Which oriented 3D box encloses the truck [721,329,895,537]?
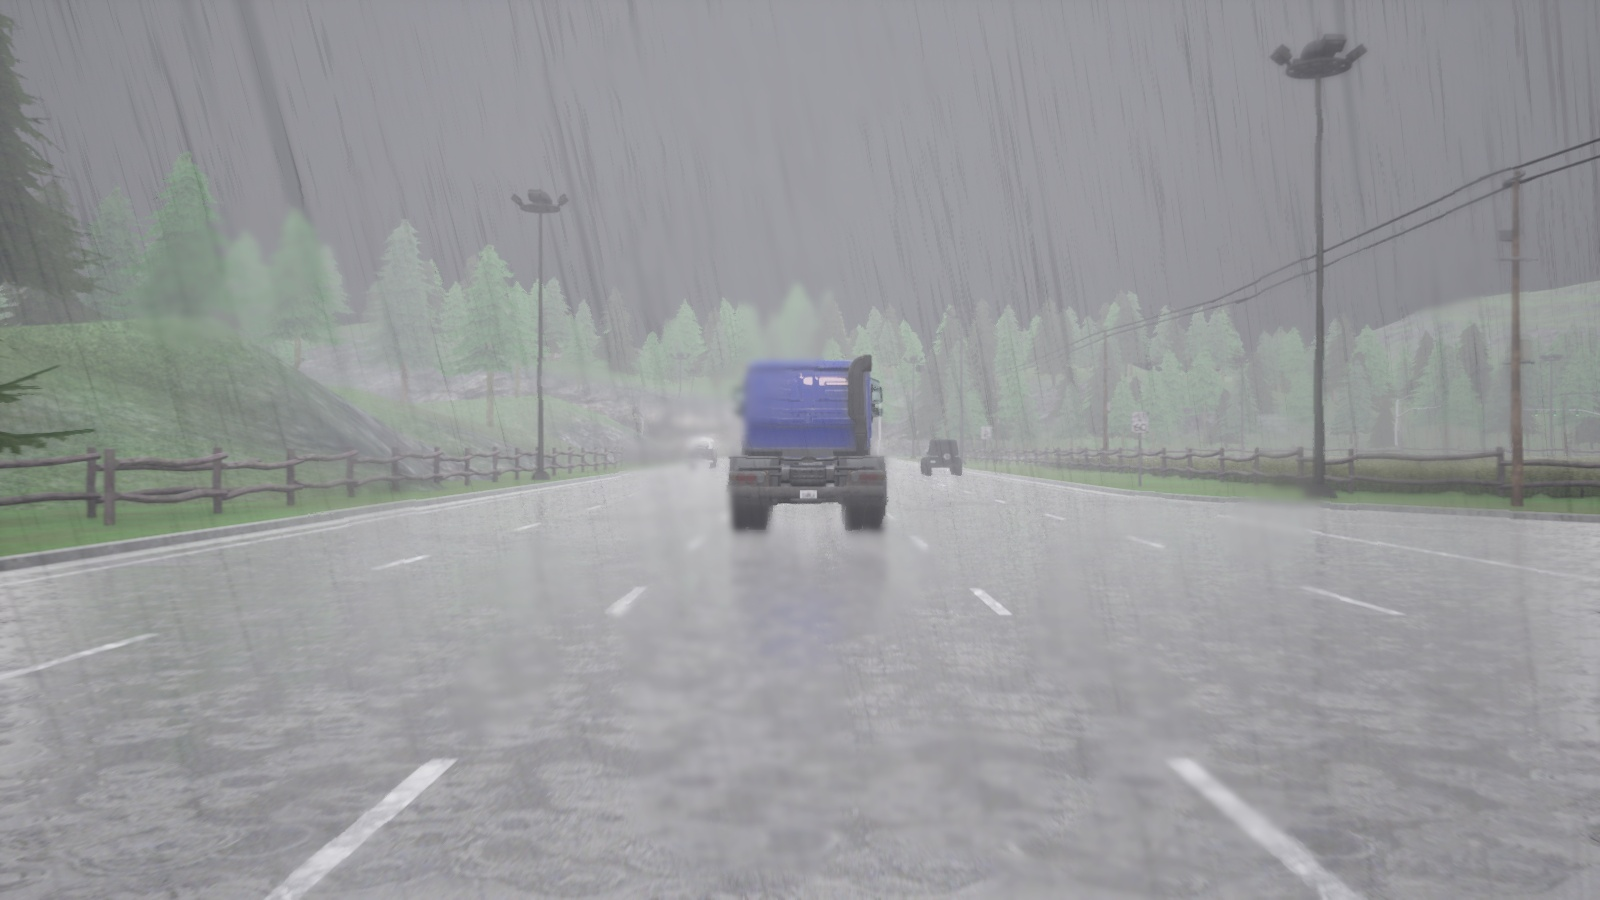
[{"bbox_3d":[0.159,-0.294,24.896,2.891,3.462,7.936,0,0,0],"label":"truck"}]

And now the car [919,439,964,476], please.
[{"bbox_3d":[7.394,0.391,65.869,1.905,1.878,3.866,0,0,0],"label":"car"}]

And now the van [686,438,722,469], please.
[{"bbox_3d":[-6.493,0.259,85.392,2.069,2.038,4.480,0,0,0],"label":"van"}]
